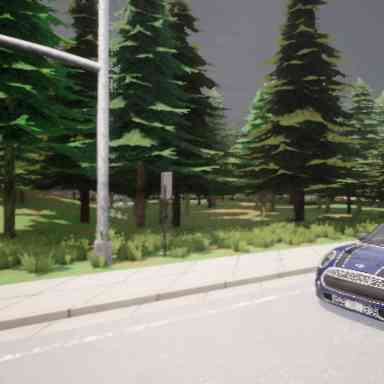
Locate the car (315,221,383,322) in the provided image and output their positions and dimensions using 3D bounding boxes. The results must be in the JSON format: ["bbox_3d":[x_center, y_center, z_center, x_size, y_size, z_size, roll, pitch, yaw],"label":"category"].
[{"bbox_3d":[4.629,1.309,6.741,4.553,1.767,2.097,0,1,-32],"label":"car"}]
